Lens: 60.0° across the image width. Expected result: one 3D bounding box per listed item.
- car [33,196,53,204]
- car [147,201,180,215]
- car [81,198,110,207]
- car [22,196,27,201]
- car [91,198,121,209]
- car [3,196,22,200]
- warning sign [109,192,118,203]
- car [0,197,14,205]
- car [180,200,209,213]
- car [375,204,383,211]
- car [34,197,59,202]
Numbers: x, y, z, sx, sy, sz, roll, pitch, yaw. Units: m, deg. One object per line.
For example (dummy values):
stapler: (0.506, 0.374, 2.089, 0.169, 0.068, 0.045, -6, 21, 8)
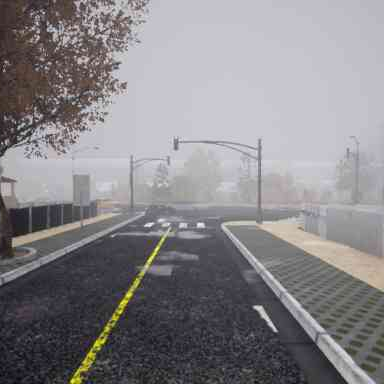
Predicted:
car: (-30.857, 1.659, 68.792, 4.181, 1.385, 1.994, -1, 2, 36)
car: (-3.144, 1.703, 33.955, 1.895, 1.301, 4.718, 1, -4, -21)
car: (-15.683, 1.664, 53.891, 4.718, 1.301, 1.895, -1, 2, 36)
car: (-38.960, 1.611, 74.676, 4.902, 1.511, 2.128, -1, 2, 36)
car: (-12.235, 1.610, 47.105, 5.008, 1.535, 1.882, 0, 2, 36)
car: (-31.988, 1.907, 57.525, 4.892, 1.490, 1.837, -1, 1, 37)
warning sign: (-14.245, 0.995, 60.261, 1.060, 1.860, 1.300, 2, 1, 36)
car: (-37.287, 1.699, 65.427, 4.902, 1.511, 2.128, -1, 2, 36)
car: (-0.393, 1.630, 38.504, 4.718, 1.301, 1.895, -1, 2, 36)
car: (18.509, 1.289, 29.036, 4.674, 1.442, 1.812, 0, 2, 37)
car: (-24.245, 1.838, 55.866, 4.718, 1.301, 1.895, 0, 2, 36)
